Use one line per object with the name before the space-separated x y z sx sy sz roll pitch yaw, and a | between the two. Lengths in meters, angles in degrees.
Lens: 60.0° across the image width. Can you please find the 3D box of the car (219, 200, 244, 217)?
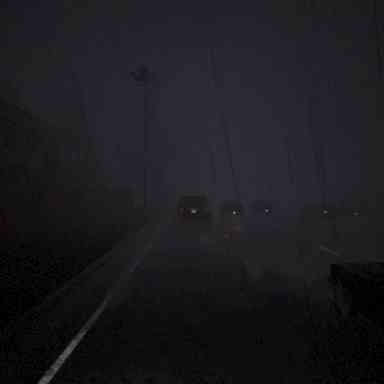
car | 3.600 1.507 30.758 1.837 1.490 4.892 0 0 0

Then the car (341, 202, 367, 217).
car | 14.098 1.602 30.868 1.895 1.301 4.718 0 0 0

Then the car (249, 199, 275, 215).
car | 7.101 1.507 34.022 1.837 1.490 4.892 0 0 0

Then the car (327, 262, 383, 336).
car | 3.599 1.601 4.473 1.895 1.301 4.718 0 0 0

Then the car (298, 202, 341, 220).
car | 10.600 1.565 28.462 1.994 1.385 4.181 0 0 0

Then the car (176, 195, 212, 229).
car | 0.099 1.223 21.870 2.150 2.045 5.566 0 0 0

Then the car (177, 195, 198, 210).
car | -0.649 1.355 42.726 2.097 1.767 4.553 0 0 -8
